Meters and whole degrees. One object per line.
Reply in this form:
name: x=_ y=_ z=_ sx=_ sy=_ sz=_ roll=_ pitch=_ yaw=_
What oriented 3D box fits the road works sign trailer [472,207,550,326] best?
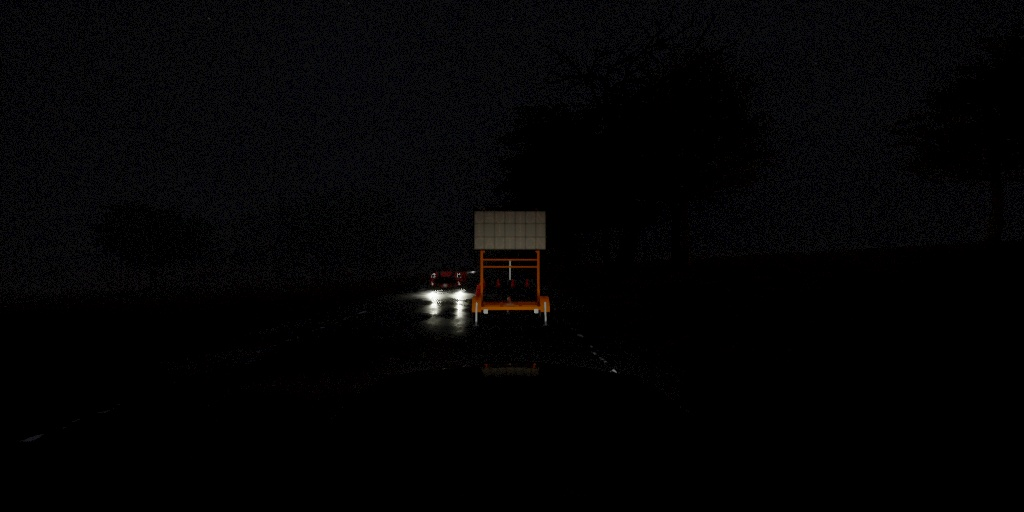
road works sign trailer: x=-0.065 y=0.231 z=11.701 sx=2.380 sy=3.560 sz=2.880 roll=0 pitch=0 yaw=-2

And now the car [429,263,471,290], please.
car: x=-4.127 y=1.243 z=23.899 sx=2.097 sy=1.767 sz=4.553 roll=0 pitch=-1 yaw=-3
